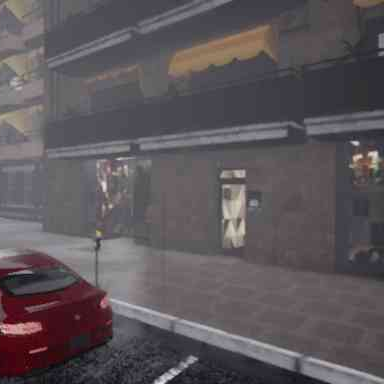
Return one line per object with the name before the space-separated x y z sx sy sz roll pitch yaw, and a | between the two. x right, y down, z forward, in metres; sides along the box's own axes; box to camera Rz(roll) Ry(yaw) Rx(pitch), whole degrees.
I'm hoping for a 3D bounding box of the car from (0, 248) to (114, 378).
car | -2.963 1.523 4.998 4.206 1.307 1.802 1 0 36
